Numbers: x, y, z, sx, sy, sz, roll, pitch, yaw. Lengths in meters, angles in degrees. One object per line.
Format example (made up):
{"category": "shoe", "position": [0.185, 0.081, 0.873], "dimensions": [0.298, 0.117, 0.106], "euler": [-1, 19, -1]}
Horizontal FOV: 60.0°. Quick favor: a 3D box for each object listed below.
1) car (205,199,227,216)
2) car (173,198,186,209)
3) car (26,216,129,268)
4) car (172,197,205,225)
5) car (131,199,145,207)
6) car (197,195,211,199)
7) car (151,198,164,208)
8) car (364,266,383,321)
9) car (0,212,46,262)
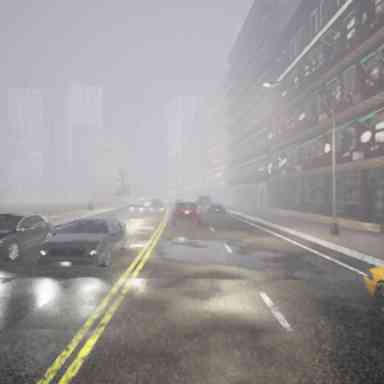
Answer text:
{"category": "car", "position": [2.384, 1.705, 34.433], "dimensions": [1.994, 1.385, 4.181], "euler": [0, 0, -3]}
{"category": "car", "position": [-1.907, 1.729, 50.640], "dimensions": [1.812, 1.442, 4.674], "euler": [0, 0, -4]}
{"category": "car", "position": [-3.477, 1.588, 11.728], "dimensions": [2.033, 1.411, 5.357], "euler": [0, 0, -1]}
{"category": "car", "position": [-0.422, 1.449, 24.990], "dimensions": [2.097, 1.767, 4.553], "euler": [0, 0, -2]}
{"category": "car", "position": [-8.901, 1.814, 54.900], "dimensions": [1.895, 1.301, 4.718], "euler": [0, 0, -4]}
{"category": "car", "position": [1.567, 1.415, 46.819], "dimensions": [2.150, 2.045, 5.566], "euler": [0, 0, -4]}
{"category": "car", "position": [-5.490, 1.686, 52.880], "dimensions": [1.882, 1.535, 5.008], "euler": [0, 0, -4]}
{"category": "car", "position": [4.216, 1.476, 4.193], "dimensions": [1.801, 1.575, 5.366], "euler": [0, 0, 0]}
{"category": "car", "position": [-6.748, 1.544, 12.334], "dimensions": [1.837, 1.490, 4.892], "euler": [0, 0, -1]}
